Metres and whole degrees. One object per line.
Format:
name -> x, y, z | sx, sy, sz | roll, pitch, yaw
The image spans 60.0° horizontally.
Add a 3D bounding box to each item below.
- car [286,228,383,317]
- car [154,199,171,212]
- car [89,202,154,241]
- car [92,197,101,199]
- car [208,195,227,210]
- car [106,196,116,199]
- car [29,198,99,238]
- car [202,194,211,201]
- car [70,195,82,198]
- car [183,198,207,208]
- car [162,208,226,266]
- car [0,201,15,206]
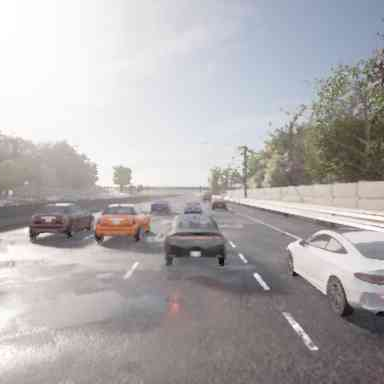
car -> 3.515, 1.529, 7.358 | 1.812, 1.442, 4.674 | 0, 0, 0
car -> -3.400, 1.564, 36.732 | 1.882, 1.535, 5.008 | 0, 0, 0
car -> -3.403, 1.390, 17.068 | 2.097, 1.767, 4.553 | 0, 0, 0
car -> -21.003, 1.704, 72.331 | 1.994, 1.385, 4.181 | 0, 0, 0
car -> 3.498, 1.572, 44.004 | 1.882, 1.535, 5.008 | 0, 0, 0
car -> -17.503, 1.629, 72.332 | 1.882, 1.535, 5.008 | 0, 0, 0
car -> -6.901, 1.393, 18.119 | 2.097, 1.767, 4.553 | 0, 0, 0
car -> 3.497, 1.435, 78.049 | 2.150, 2.045, 5.566 | 0, 0, 0
car -> -24.503, 1.502, 70.139 | 2.097, 1.767, 4.553 | 0, 0, 0
car -> 0.096, 1.624, 32.921 | 2.033, 1.411, 5.357 | 0, 0, 0
car -> 0.101, 1.517, 11.677 | 2.128, 1.511, 4.902 | 0, 0, 0
car -> -17.597, 1.596, 30.442 | 1.812, 1.442, 4.674 | 0, 0, 0
